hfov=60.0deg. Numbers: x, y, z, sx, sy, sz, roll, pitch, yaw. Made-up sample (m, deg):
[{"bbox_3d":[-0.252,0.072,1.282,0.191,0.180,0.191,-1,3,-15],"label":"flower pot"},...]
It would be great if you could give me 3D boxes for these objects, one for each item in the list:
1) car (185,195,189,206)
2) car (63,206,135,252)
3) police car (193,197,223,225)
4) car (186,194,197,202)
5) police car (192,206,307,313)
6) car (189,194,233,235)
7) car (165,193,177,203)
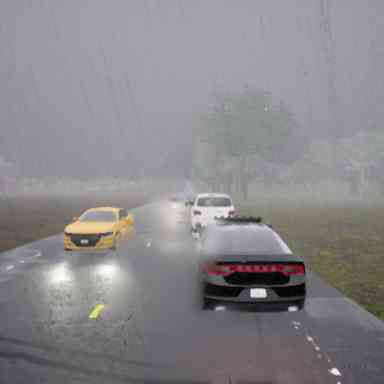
[{"bbox_3d":[-0.016,1.176,45.579,2.033,1.411,5.357,0,1,1],"label":"car"},{"bbox_3d":[-3.617,1.378,13.677,1.882,1.535,5.008,0,0,0],"label":"car"},{"bbox_3d":[1.021,1.248,23.818,1.930,1.638,5.238,0,0,0],"label":"police car"},{"bbox_3d":[-0.076,1.080,60.435,1.895,1.301,4.718,0,1,0],"label":"car"},{"bbox_3d":[1.041,1.368,7.816,1.930,1.638,5.238,0,0,0],"label":"police car"},{"bbox_3d":[1.028,1.094,17.735,2.150,2.045,5.566,0,0,0],"label":"car"},{"bbox_3d":[-3.639,0.987,57.474,1.882,1.535,5.008,0,0,0],"label":"car"}]
